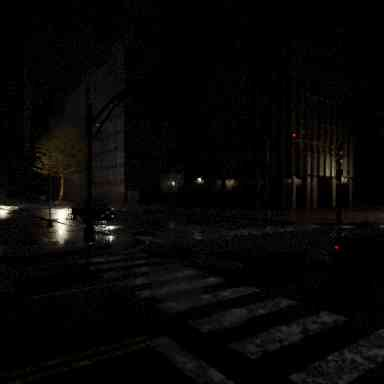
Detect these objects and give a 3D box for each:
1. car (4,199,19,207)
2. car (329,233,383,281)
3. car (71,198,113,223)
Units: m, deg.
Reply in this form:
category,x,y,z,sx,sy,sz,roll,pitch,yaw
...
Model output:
category,x,y,z,sx,sy,sz,roll,pitch,yaw
car,-35.820,2.096,66.046,2.097,1.767,4.553,0,-1,-36
car,6.181,1.608,8.082,2.033,1.411,5.357,0,0,-36
car,-8.715,1.560,28.645,2.150,2.045,5.566,0,-1,-36
